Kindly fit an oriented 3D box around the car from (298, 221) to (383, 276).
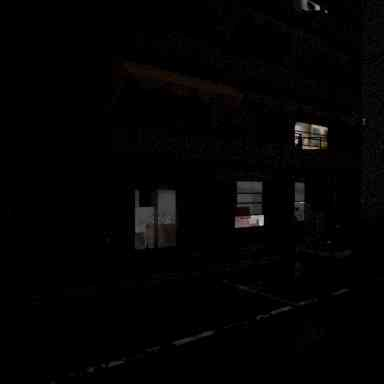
[{"bbox_3d":[5.071,1.582,10.257,4.206,1.307,1.802,0,0,-36],"label":"car"}]
